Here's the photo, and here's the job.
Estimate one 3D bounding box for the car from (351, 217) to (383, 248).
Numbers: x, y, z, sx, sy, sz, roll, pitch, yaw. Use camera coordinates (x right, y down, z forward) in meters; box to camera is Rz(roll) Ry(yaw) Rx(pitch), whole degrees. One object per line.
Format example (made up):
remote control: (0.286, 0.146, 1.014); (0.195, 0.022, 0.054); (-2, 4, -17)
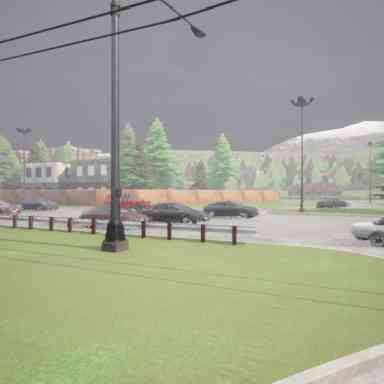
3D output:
car: (9.095, 1.599, 13.535); (4.718, 1.301, 1.895); (0, 0, 27)

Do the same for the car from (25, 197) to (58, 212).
car: (-17.802, 1.351, 38.802); (4.553, 1.767, 2.097); (0, 0, 27)

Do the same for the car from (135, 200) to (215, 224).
car: (-1.208, 1.506, 22.629); (4.892, 1.490, 1.837); (-1, 0, 27)

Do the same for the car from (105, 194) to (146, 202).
car: (-7.703, 1.222, 39.761); (5.566, 2.045, 2.150); (0, 0, 11)

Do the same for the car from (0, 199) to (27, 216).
car: (-18.055, 1.526, 31.094); (4.674, 1.442, 1.812); (0, 0, 27)

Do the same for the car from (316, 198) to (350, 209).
car: (19.080, 1.543, 44.929); (5.357, 1.411, 2.033); (0, 0, -33)

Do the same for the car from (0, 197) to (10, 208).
car: (-28.988, 1.478, 48.350); (5.008, 1.535, 1.882); (0, 0, 27)

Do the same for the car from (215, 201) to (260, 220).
car: (3.258, 1.505, 28.220); (4.892, 1.490, 1.837); (-1, 0, 27)

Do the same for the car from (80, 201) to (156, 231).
car: (-4.820, 1.525, 20.532); (4.674, 1.442, 1.812); (0, 0, 27)
